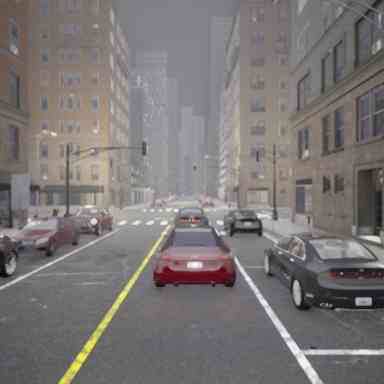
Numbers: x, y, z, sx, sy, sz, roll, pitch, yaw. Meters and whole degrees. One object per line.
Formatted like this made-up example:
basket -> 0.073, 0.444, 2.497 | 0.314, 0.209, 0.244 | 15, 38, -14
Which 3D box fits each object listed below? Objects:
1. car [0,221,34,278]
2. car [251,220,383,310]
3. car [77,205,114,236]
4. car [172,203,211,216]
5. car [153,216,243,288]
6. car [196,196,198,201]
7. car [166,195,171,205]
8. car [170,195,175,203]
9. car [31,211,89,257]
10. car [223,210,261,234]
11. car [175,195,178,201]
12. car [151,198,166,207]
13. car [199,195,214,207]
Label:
car -> -5.694, 1.600, 7.651 | 1.947, 1.339, 4.313 | 0, 0, 0
car -> 2.831, 1.585, 7.682 | 2.008, 1.369, 4.403 | 0, 0, 0
car -> -5.734, 1.523, 18.655 | 1.967, 1.590, 4.097 | 0, 0, 0
car -> -0.028, 1.588, 18.597 | 1.837, 1.490, 4.892 | 0, 0, 0
car -> 0.049, 1.605, 9.398 | 1.994, 1.385, 4.181 | 0, 0, -1
car -> 2.654, 1.865, 77.410 | 1.967, 1.590, 4.097 | 0, 0, 0
car -> -5.851, 1.900, 66.573 | 2.008, 1.369, 4.403 | 0, 0, 0
car -> -5.880, 1.990, 82.629 | 1.752, 1.417, 4.829 | 0, 0, 0
car -> -5.714, 1.640, 13.153 | 1.802, 1.307, 4.206 | 0, 0, 0
car -> 2.792, 1.649, 18.684 | 1.947, 1.339, 4.313 | 0, 0, 0
car -> -5.901, 1.870, 93.617 | 2.192, 1.841, 5.009 | 0, 0, 0
car -> -5.832, 1.864, 55.756 | 1.802, 1.307, 4.206 | 0, 0, 0
car -> 2.693, 1.722, 55.775 | 1.967, 1.590, 4.097 | 0, 0, 0
